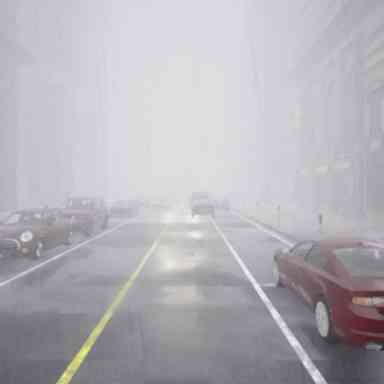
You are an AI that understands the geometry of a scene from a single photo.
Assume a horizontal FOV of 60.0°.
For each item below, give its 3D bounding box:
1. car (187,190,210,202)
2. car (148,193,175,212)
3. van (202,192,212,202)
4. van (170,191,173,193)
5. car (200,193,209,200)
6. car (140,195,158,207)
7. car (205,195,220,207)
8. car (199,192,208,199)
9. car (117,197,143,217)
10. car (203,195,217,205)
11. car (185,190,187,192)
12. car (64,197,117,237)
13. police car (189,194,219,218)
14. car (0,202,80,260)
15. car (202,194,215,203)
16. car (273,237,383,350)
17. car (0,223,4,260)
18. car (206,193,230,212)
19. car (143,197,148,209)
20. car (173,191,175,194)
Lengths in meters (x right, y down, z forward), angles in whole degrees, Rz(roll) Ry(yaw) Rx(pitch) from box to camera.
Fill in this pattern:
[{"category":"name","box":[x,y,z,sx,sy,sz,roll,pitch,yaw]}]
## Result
[{"category":"car","box":[0.814,0.945,37.932,2.150,2.045,5.566,0,0,-1]},{"category":"car","box":[-3.102,1.223,34.569,1.882,1.535,5.008,0,0,0]},{"category":"van","box":[2.756,0.887,62.241,1.690,1.788,3.998,0,0,0]},{"category":"van","box":[-5.772,0.807,73.435,1.690,1.788,3.998,0,0,0]},{"category":"car","box":[2.753,1.010,73.447,1.887,1.381,4.507,0,0,0]},{"category":"car","box":[-5.767,1.194,45.257,1.752,1.417,4.829,0,0,0]},{"category":"car","box":[2.758,1.191,45.606,1.752,1.417,4.829,0,0,0]},{"category":"car","box":[2.752,0.865,79.048,1.967,1.590,4.097,0,0,0]},{"category":"car","box":[-5.765,1.334,28.622,1.887,1.381,4.507,0,0,0]},{"category":"car","box":[2.757,1.171,51.039,1.887,1.381,4.507,0,0,0]},{"category":"car","box":[-0.014,0.514,82.606,2.150,2.045,5.566,0,0,0]},{"category":"car","box":[-5.762,1.186,17.417,2.192,1.841,5.009,0,0,0]},{"category":"police car","box":[0.895,1.218,28.022,1.930,1.638,5.238,0,0,0]},{"category":"car","box":[-5.761,1.352,11.817,1.967,1.590,4.097,0,0,0]},{"category":"car","box":[2.756,1.131,56.640,1.887,1.381,4.507,0,0,0]},{"category":"car","box":[2.765,1.498,6.223,1.887,1.381,4.507,0,0,0]},{"category":"car","box":[-5.761,1.519,6.216,1.947,1.339,4.313,0,0,0]},{"category":"car","box":[2.760,1.188,34.231,1.967,1.590,4.097,0,0,0]},{"category":"car","box":[-5.767,1.290,39.826,1.802,1.307,4.206,0,0,0]},{"category":"car","box":[-5.773,1.007,79.037,1.802,1.307,4.206,0,0,0]}]
